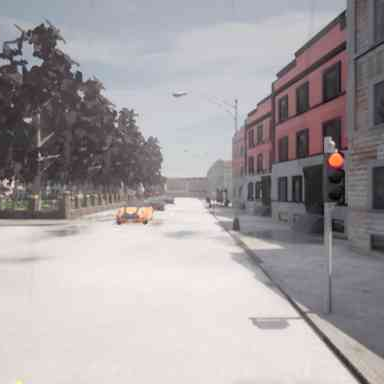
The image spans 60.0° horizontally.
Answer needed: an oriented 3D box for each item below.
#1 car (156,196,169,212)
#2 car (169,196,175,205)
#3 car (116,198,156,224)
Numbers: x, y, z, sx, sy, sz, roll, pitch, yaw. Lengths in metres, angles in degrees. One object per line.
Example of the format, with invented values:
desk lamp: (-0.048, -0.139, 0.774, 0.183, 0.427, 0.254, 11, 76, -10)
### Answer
car: (-4.103, 1.495, 39.395, 1.837, 1.490, 4.892, 0, 1, 0)
car: (-4.086, 1.470, 58.016, 1.882, 1.535, 5.008, 0, 0, 0)
car: (-4.104, 1.348, 24.351, 2.097, 1.767, 4.553, 0, 0, 0)
